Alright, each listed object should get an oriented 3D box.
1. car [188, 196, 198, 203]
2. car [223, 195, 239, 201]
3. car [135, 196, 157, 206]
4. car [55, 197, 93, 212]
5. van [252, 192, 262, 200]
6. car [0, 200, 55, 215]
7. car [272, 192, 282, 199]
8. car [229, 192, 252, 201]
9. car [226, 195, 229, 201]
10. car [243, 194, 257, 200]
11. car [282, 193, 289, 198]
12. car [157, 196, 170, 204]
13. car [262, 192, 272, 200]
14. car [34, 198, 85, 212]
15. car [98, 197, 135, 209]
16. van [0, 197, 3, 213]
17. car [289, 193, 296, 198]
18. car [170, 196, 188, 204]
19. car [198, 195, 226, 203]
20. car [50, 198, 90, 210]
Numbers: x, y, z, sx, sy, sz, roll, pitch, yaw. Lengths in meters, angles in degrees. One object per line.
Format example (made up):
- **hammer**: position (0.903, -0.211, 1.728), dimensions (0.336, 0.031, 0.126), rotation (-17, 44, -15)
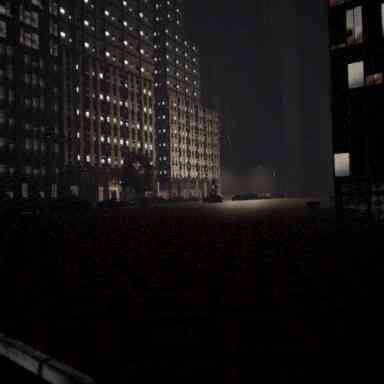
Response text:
- **car**: position (-0.059, 1.470, 67.109), dimensions (2.008, 1.369, 4.403), rotation (-2, -1, 35)
- **car**: position (9.467, 1.395, 80.926), dimensions (1.887, 1.381, 4.507), rotation (-2, -1, 35)
- **car**: position (-8.070, 1.419, 50.864), dimensions (1.837, 1.490, 4.892), rotation (-2, 0, 35)
- **car**: position (-12.449, 1.265, 35.009), dimensions (1.967, 1.590, 4.097), rotation (-2, -1, 35)
- **van**: position (12.950, 0.964, 71.761), dimensions (1.690, 1.788, 3.998), rotation (-2, -1, 35)
- **car**: position (-15.521, 1.377, 30.550), dimensions (1.752, 1.417, 4.829), rotation (-2, -1, 35)
- **car**: position (19.328, 0.892, 80.931), dimensions (2.192, 1.841, 5.009), rotation (-2, -1, 35)
- **car**: position (9.755, 1.087, 67.182), dimensions (1.967, 1.590, 4.097), rotation (-2, -1, 35)
- **car**: position (6.289, 1.313, 76.321), dimensions (1.967, 1.590, 4.097), rotation (-2, -1, 35)
- **car**: position (15.818, 1.352, 90.136), dimensions (1.887, 1.381, 4.507), rotation (-2, -1, 35)
- **car**: position (22.541, 1.120, 85.500), dimensions (1.947, 1.339, 4.313), rotation (-2, -1, 35)
- **car**: position (-6.412, 1.408, 57.899), dimensions (1.967, 1.590, 4.097), rotation (-2, -1, 35)
- **car**: position (16.138, 1.040, 76.347), dimensions (1.967, 1.590, 4.097), rotation (-2, -1, 35)
- **car**: position (-15.737, 1.529, 39.778), dimensions (2.033, 1.411, 5.357), rotation (-2, -1, 35)
- **car**: position (-9.276, 1.379, 39.605), dimensions (1.802, 1.307, 4.206), rotation (-2, -1, 35)
- **van**: position (-22.289, 1.442, 34.873), dimensions (1.690, 1.788, 3.998), rotation (-2, -1, 35)
- **car**: position (25.806, 1.059, 90.238), dimensions (1.752, 1.417, 4.829), rotation (-2, -1, 35)
- **car**: position (-3.234, 1.488, 62.503), dimensions (1.887, 1.381, 4.507), rotation (-2, -1, 35)
- **car**: position (3.508, 1.219, 58.129), dimensions (1.752, 1.417, 4.829), rotation (-2, -1, 35)
- **car**: position (-16.031, 1.572, 43.942), dimensions (1.752, 1.417, 4.829), rotation (-2, -1, 35)
